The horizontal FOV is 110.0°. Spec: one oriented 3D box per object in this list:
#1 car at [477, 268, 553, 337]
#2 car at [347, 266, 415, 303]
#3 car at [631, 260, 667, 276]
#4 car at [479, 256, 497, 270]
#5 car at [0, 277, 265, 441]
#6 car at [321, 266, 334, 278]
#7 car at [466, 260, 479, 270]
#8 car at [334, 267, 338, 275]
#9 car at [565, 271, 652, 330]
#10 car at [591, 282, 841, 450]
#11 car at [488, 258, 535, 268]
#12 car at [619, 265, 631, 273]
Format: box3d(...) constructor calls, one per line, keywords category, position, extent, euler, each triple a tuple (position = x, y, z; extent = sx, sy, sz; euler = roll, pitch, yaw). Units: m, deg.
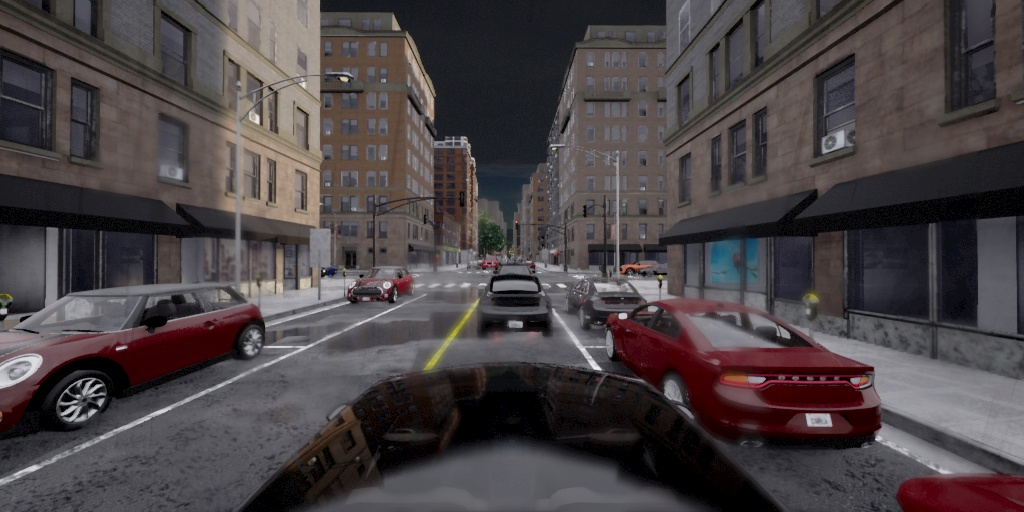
box3d(category="car", position=(0.057, 1.258, 10.271), extent=(1.837, 1.490, 4.892), euler=(0, 0, -1))
box3d(category="car", position=(-5.834, 1.195, 16.348), extent=(1.967, 1.591, 4.097), euler=(0, 0, 0))
box3d(category="car", position=(15.191, 1.395, 35.961), extent=(5.357, 1.411, 2.033), euler=(0, 0, 0))
box3d(category="car", position=(-3.131, 1.013, 52.607), extent=(2.150, 2.045, 5.566), euler=(0, 0, 0))
box3d(category="car", position=(-5.852, 1.190, 5.361), extent=(1.967, 1.591, 4.097), euler=(0, 0, 0))
box3d(category="car", position=(-18.019, 0.869, 29.117), extent=(5.566, 2.045, 2.150), euler=(0, 0, 0))
box3d(category="car", position=(-5.906, 1.345, 54.709), extent=(2.007, 1.370, 4.403), euler=(0, 0, 0))
box3d(category="car", position=(-18.409, 1.150, 32.372), extent=(5.008, 1.535, 1.882), euler=(0, 0, 0))
box3d(category="car", position=(2.683, 1.303, 10.846), extent=(2.007, 1.370, 4.403), euler=(0, 0, 0))
box3d(category="car", position=(2.675, 1.296, 5.355), extent=(1.888, 1.381, 4.507), euler=(0, 0, 0))
box3d(category="car", position=(0.121, 1.108, 17.686), extent=(2.097, 1.767, 4.553), euler=(0, 0, 0))
box3d(category="car", position=(14.026, 1.221, 39.222), extent=(4.553, 1.767, 2.097), euler=(0, 0, 0))
